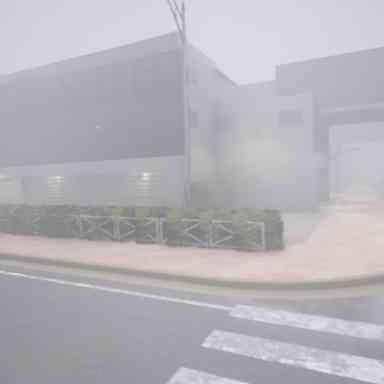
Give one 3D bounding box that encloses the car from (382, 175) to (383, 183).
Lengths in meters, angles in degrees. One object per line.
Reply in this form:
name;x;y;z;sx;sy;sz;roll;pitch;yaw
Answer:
car;28.809;-1.956;48.043;2.150;2.045;5.566;-1;3;26
